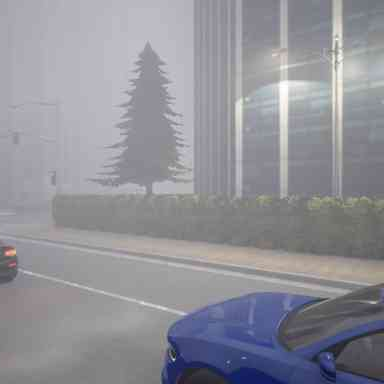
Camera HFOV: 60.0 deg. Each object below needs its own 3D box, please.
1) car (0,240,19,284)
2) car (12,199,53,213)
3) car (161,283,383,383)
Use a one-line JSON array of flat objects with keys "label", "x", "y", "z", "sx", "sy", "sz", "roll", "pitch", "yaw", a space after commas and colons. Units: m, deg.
[{"label": "car", "x": -6.134, "y": 1.526, "z": 8.321, "sx": 4.674, "sy": 1.442, "sz": 1.812, "roll": 0, "pitch": 0, "yaw": 36}, {"label": "car", "x": -17.157, "y": 1.547, "z": 37.407, "sx": 2.033, "sy": 1.411, "sz": 5.357, "roll": 0, "pitch": 0, "yaw": 36}, {"label": "car", "x": 1.994, "y": 1.478, "z": 2.571, "sx": 5.008, "sy": 1.535, "sz": 1.882, "roll": 0, "pitch": 0, "yaw": 36}]
